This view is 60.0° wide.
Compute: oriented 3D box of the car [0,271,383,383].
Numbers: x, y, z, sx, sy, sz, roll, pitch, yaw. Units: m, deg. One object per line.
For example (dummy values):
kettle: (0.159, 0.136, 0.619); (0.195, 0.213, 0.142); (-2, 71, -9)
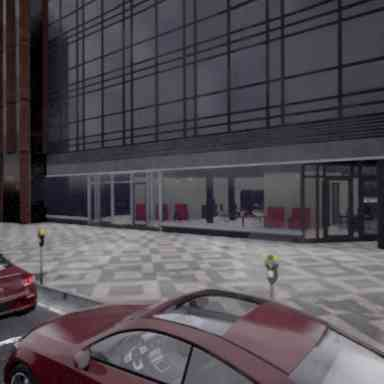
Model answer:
car: (0.006, 1.590, 2.980); (4.206, 1.307, 1.802); (-1, 0, 36)

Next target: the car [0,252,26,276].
car: (-4.566, 1.636, 6.277); (4.206, 1.307, 1.802); (-1, 0, 36)
